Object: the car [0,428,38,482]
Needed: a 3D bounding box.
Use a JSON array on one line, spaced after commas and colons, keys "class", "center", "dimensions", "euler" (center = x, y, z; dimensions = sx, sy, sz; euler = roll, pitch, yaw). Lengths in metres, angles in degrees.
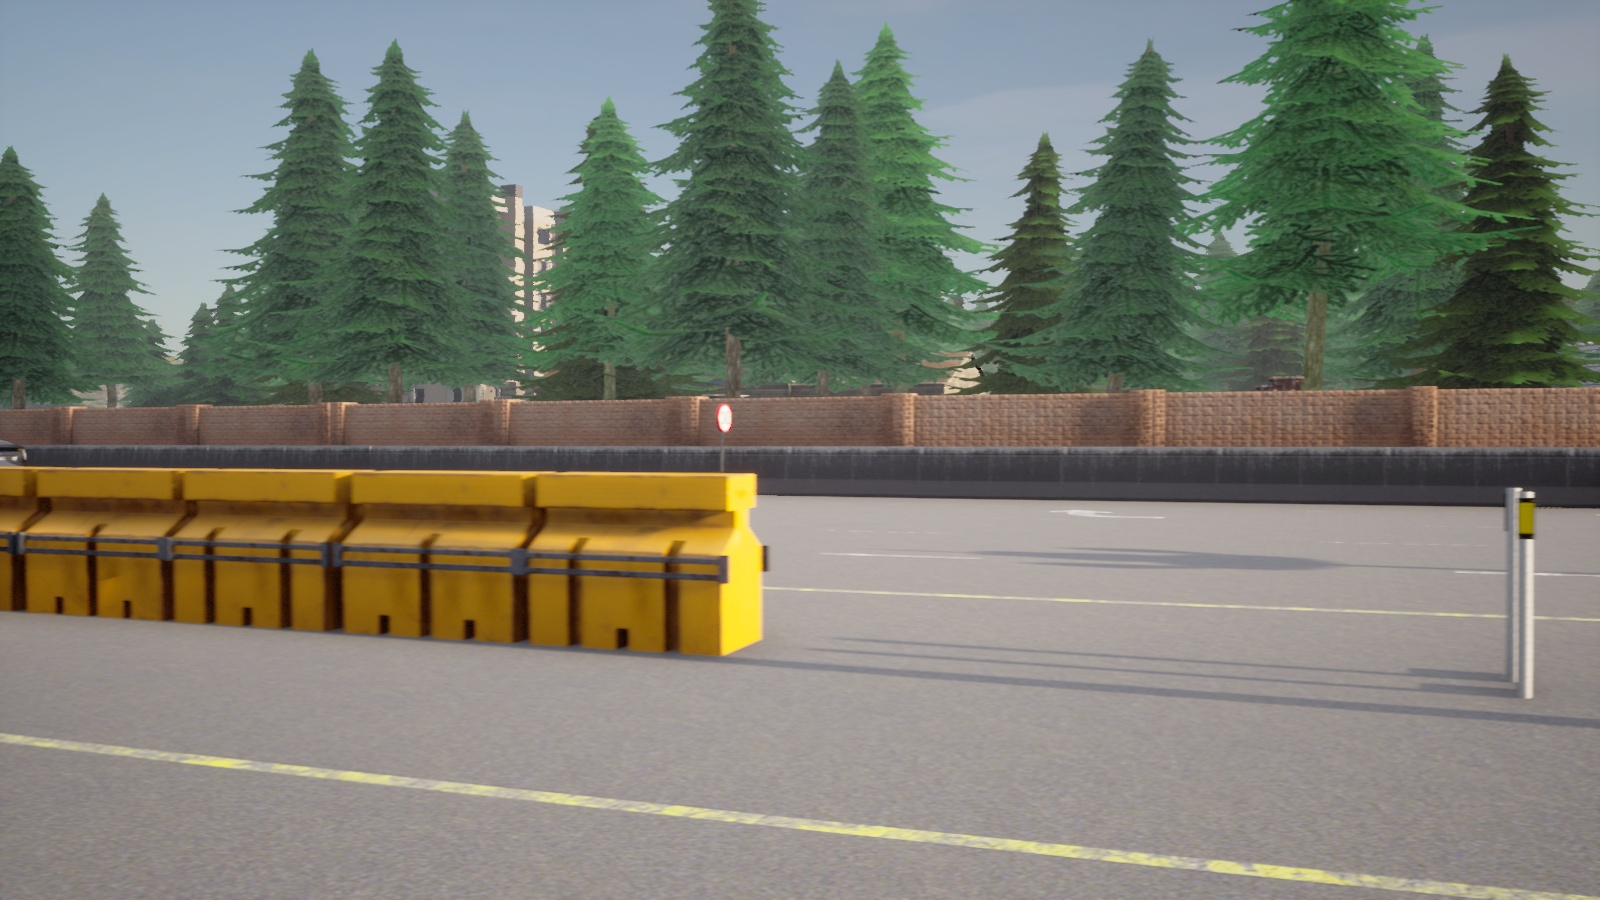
[{"class": "car", "center": [-24.408, 0.113, 36.123], "dimensions": [4.514, 1.525, 2.007], "euler": [1, 1, 24]}]
